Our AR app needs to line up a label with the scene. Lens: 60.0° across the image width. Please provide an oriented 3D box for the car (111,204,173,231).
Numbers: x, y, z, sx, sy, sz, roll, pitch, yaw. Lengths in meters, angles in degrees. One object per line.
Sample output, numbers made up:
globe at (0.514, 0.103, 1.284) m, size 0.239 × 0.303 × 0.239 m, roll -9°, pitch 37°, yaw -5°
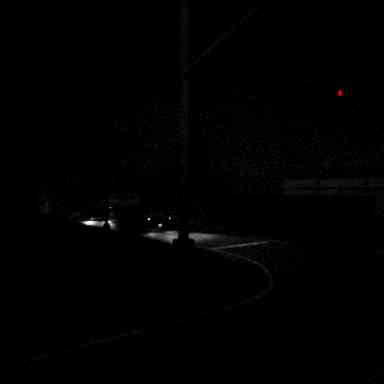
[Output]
car at (-3.193, 1.656, 21.440) m, size 1.895 × 1.301 × 4.718 m, roll 0°, pitch 0°, yaw -37°

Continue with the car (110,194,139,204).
car at (-8.681, 1.313, 40.120) m, size 2.150 × 2.045 × 5.566 m, roll 0°, pitch 0°, yaw 31°

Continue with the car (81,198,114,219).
car at (-8.670, 1.535, 29.681) m, size 1.882 × 1.535 × 5.008 m, roll 0°, pitch 0°, yaw -26°
